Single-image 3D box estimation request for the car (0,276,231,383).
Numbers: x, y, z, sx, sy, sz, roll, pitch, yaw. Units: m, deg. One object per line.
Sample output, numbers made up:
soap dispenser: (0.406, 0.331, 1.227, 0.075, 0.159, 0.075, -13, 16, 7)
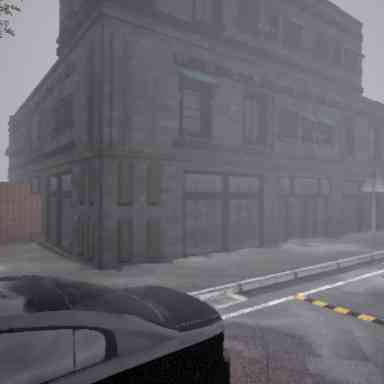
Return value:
car: (-1.981, 1.478, 2.273, 5.008, 1.535, 1.882, 0, 0, -36)
